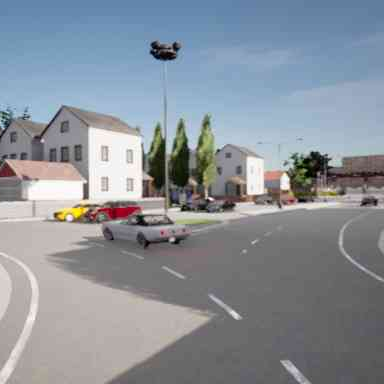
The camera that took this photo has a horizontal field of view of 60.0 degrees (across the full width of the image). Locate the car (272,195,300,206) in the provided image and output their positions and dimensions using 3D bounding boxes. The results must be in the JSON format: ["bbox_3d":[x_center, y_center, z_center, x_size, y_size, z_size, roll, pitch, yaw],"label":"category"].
[{"bbox_3d":[14.927,1.359,52.772,1.882,1.535,5.008,-1,0,35],"label":"car"}]

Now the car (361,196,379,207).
[{"bbox_3d":[25.332,1.279,47.369,1.837,1.490,4.892,-1,0,34],"label":"car"}]

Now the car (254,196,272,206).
[{"bbox_3d":[11.761,1.421,54.336,1.837,1.490,4.892,-1,-1,35],"label":"car"}]

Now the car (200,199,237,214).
[{"bbox_3d":[3.240,1.514,35.963,1.812,1.442,4.674,-1,0,35],"label":"car"}]

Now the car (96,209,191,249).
[{"bbox_3d":[-2.246,1.632,14.910,1.895,1.301,4.718,-1,0,-41],"label":"car"}]

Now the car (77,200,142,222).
[{"bbox_3d":[-6.125,1.428,25.889,4.553,1.767,2.097,-1,0,-41],"label":"car"}]

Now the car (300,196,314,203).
[{"bbox_3d":[20.996,1.426,61.573,1.895,1.301,4.718,-1,0,35],"label":"car"}]

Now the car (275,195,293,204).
[{"bbox_3d":[17.401,1.387,62.534,1.812,1.442,4.674,-1,0,35],"label":"car"}]

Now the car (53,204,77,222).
[{"bbox_3d":[-8.990,1.583,27.964,5.008,1.535,1.882,-1,0,-39],"label":"car"}]

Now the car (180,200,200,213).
[{"bbox_3d":[0.456,1.580,38.094,1.994,1.385,4.181,-1,0,36],"label":"car"}]
